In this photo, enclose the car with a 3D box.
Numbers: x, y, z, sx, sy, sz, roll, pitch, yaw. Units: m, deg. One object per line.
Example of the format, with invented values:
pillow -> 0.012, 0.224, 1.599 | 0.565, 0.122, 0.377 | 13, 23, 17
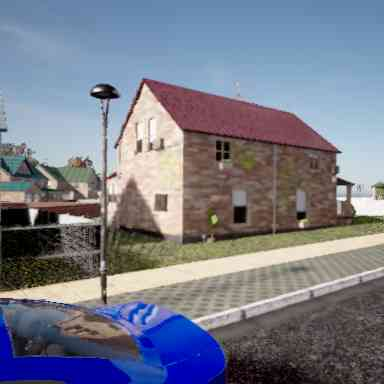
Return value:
car -> -2.039, 1.480, 1.608 | 5.008, 1.535, 1.882 | 0, 0, -35
